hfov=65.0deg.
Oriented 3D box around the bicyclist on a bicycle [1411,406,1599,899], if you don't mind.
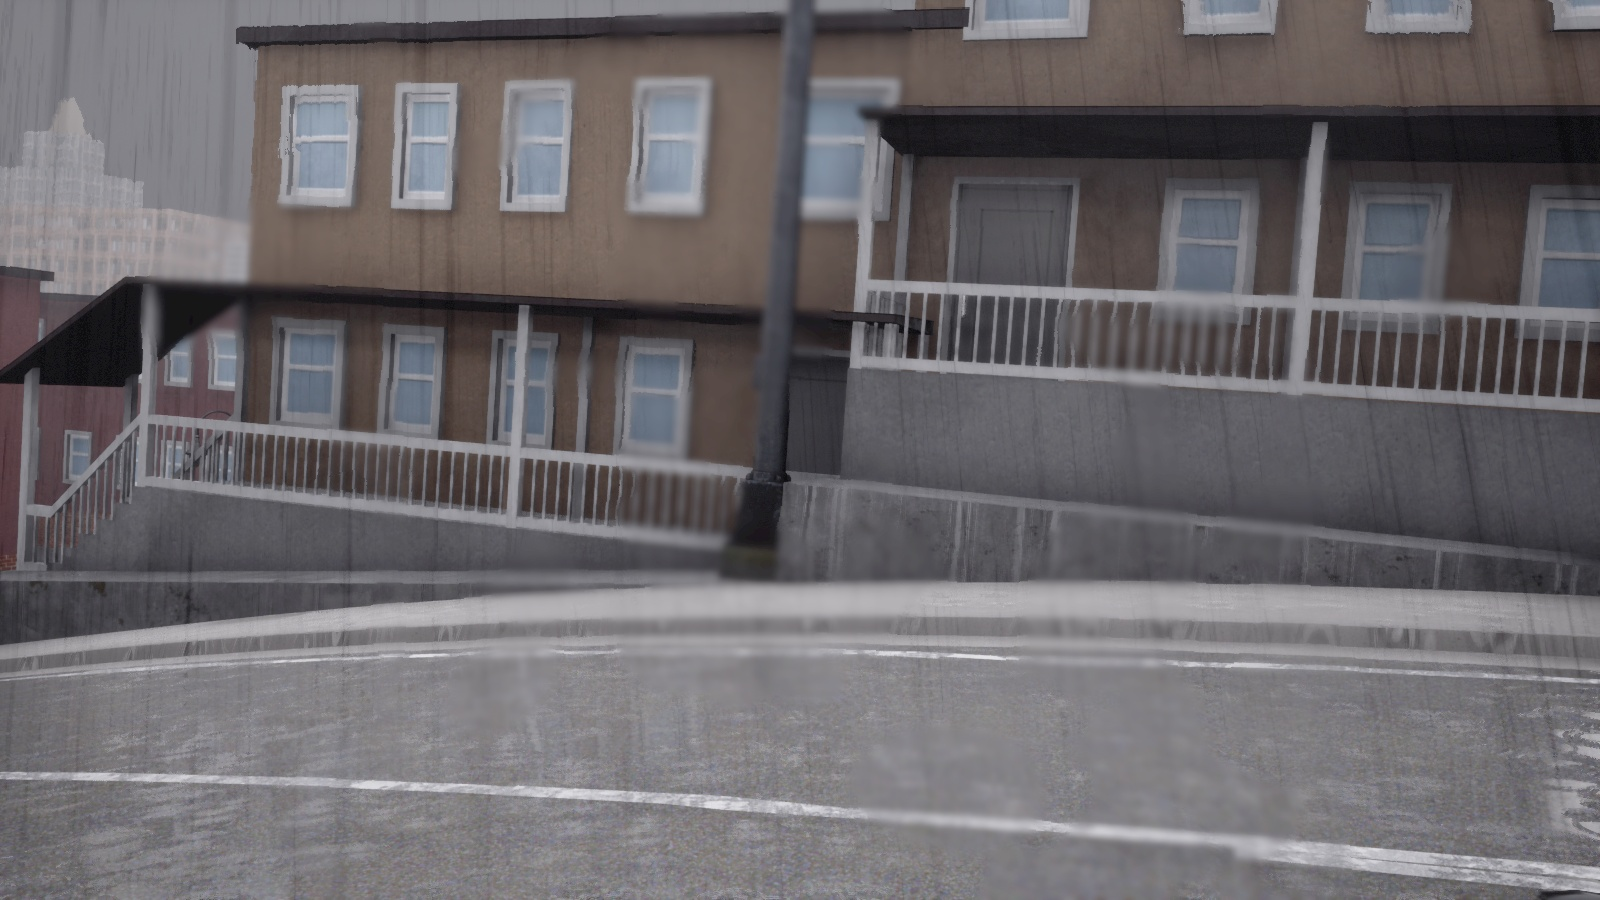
[{"bbox_3d":[2.102,0.727,2.474,1.509,1.612,0.866,1,1,19],"label":"bicyclist on a bicycle"}]
